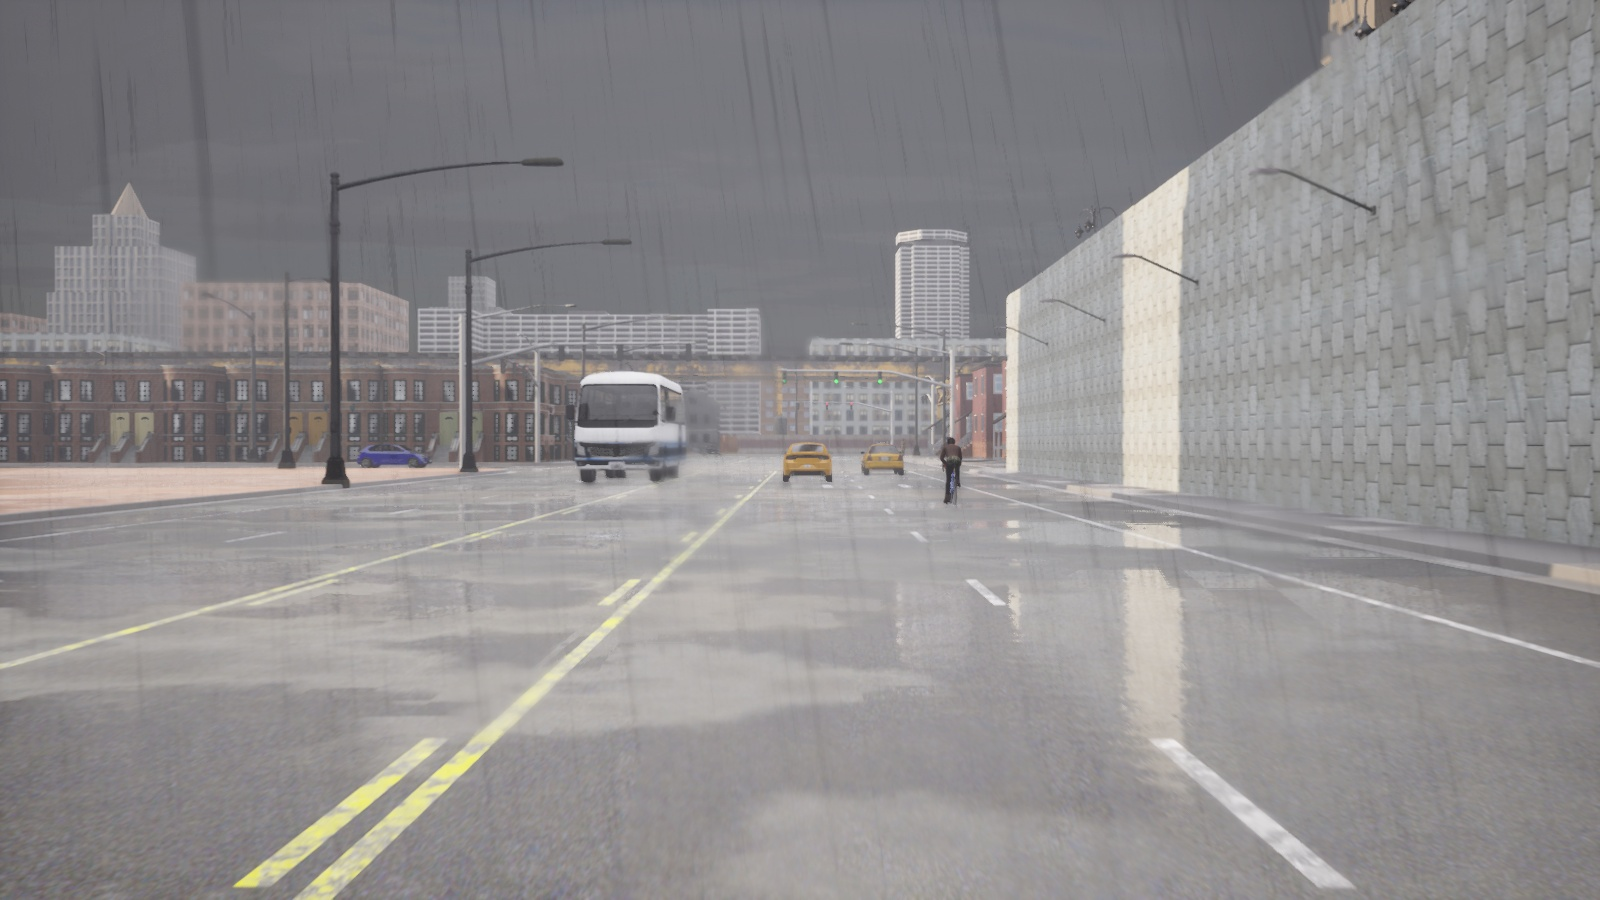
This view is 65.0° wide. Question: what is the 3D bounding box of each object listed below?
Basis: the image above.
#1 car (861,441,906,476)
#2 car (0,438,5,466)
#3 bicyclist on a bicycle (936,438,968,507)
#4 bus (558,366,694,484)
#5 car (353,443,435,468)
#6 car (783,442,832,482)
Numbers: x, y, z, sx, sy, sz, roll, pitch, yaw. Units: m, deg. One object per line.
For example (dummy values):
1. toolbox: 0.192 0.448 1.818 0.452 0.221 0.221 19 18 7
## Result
1. car: 3.846 0.357 58.633 1.801 1.575 5.366 0 0 0
2. car: -49.939 0.133 74.072 4.611 1.667 2.242 0 0 0
3. bicyclist on a bicycle: 3.688 0.530 30.477 0.582 1.620 1.656 0 0 0
4. bus: -6.699 -0.919 50.346 3.944 4.253 10.273 0 0 0
5. car: -23.898 0.324 74.011 4.193 1.474 1.816 0 0 0
6. car: 0.297 0.443 49.875 1.882 1.535 5.008 0 0 0
